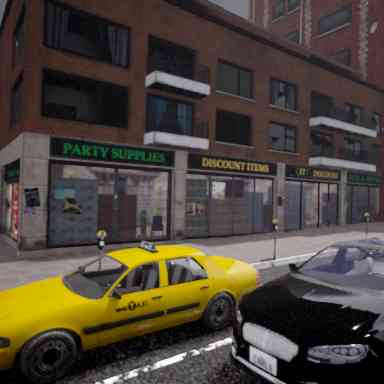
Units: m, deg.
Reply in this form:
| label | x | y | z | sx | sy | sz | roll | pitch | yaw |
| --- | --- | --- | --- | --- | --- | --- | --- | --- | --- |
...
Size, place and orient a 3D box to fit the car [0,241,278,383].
| label | x | y | z | sx | sy | sz | roll | pitch | yaw |
| --- | --- | --- | --- | --- | --- | --- | --- | --- | --- |
| car | -0.960 | 1.529 | 5.390 | 4.829 | 1.417 | 1.752 | 0 | 2 | -35 |

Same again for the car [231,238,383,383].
| label | x | y | z | sx | sy | sz | roll | pitch | yaw |
| --- | --- | --- | --- | --- | --- | --- | --- | --- | --- |
| car | 2.733 | 1.499 | 4.904 | 4.902 | 1.511 | 2.128 | 0 | 0 | -36 |
